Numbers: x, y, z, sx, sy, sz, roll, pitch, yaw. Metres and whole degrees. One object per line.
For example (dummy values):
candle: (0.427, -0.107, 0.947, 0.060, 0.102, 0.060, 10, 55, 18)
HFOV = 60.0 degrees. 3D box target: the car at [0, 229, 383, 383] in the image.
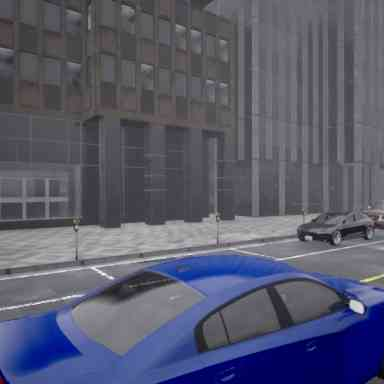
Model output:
car: (0.585, 1.478, 3.735, 5.008, 1.535, 1.882, 0, 0, -35)

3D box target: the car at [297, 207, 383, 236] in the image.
car: (6.687, 1.565, 15.285, 4.313, 1.339, 1.947, 0, 0, -35)

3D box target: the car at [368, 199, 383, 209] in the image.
car: (11.275, 1.314, 18.559, 5.009, 1.841, 2.192, 0, 0, -35)
